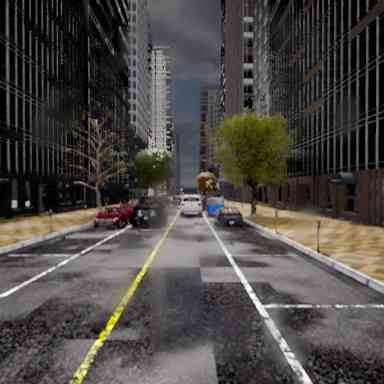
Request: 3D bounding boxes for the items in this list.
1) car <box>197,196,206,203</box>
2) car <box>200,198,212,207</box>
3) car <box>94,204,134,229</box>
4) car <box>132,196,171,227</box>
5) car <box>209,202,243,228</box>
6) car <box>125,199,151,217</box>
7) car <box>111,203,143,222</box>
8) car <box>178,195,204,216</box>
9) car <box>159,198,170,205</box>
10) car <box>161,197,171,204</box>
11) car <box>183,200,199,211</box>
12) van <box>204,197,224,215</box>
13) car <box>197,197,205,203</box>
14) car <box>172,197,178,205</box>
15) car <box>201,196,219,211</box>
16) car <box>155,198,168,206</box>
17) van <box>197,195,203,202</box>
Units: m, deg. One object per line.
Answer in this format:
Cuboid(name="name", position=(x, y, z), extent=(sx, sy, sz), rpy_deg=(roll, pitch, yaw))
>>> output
Cuboid(name="car", position=(2.204, 1.844, 79.308), extent=(1.967, 1.590, 4.097), rpy_deg=(-1, 0, 0))
Cuboid(name="car", position=(2.305, 1.831, 56.713), extent=(1.887, 1.381, 4.507), rpy_deg=(-1, 0, 0))
Cuboid(name="car", position=(-5.425, 1.695, 22.756), extent=(1.802, 1.307, 4.206), rpy_deg=(-1, 0, 0))
Cuboid(name="car", position=(-2.956, 1.341, 24.095), extent=(2.150, 2.045, 5.566), rpy_deg=(0, 0, 0))
Cuboid(name="car", position=(2.455, 1.663, 22.822), extent=(2.008, 1.369, 4.403), rpy_deg=(-1, 0, 0))
Cuboid(name="car", position=(-5.477, 1.610, 34.054), extent=(1.967, 1.590, 4.097), rpy_deg=(-1, 0, 0))
Cuboid(name="car", position=(-5.453, 1.686, 28.406), extent=(1.887, 1.381, 4.507), rpy_deg=(-1, 0, 0))
Cuboid(name="car", position=(-0.070, 1.393, 34.443), extent=(2.150, 2.045, 5.566), rpy_deg=(0, 0, 0))
Cuboid(name="car", position=(-5.624, 1.927, 67.944), extent=(1.802, 1.307, 4.206), rpy_deg=(-1, 0, 0))
Cuboid(name="car", position=(-5.650, 1.919, 73.592), extent=(1.887, 1.381, 4.507), rpy_deg=(-1, 0, 0))
Cuboid(name="car", position=(-0.176, 1.774, 45.064), extent=(2.033, 1.411, 5.357), rpy_deg=(0, 0, 0))
Cuboid(name="van", position=(2.402, 1.511, 34.120), extent=(1.690, 1.788, 3.998), rpy_deg=(-1, 0, 0))
Cuboid(name="car", position=(2.181, 1.979, 84.956), extent=(1.887, 1.381, 4.507), rpy_deg=(-1, 0, 0))
Cuboid(name="car", position=(-3.050, 1.752, 68.226), extent=(2.097, 1.767, 4.553), rpy_deg=(0, 0, 0))
Cuboid(name="car", position=(2.351, 1.543, 45.417), extent=(2.192, 1.841, 5.009), rpy_deg=(-1, 0, 0))
Cuboid(name="car", position=(-5.600, 1.867, 62.295), extent=(2.008, 1.369, 4.403), rpy_deg=(-1, 0, 0))
Cuboid(name="van", position=(2.153, 1.805, 90.606), extent=(1.690, 1.788, 3.998), rpy_deg=(-1, 0, 0))
